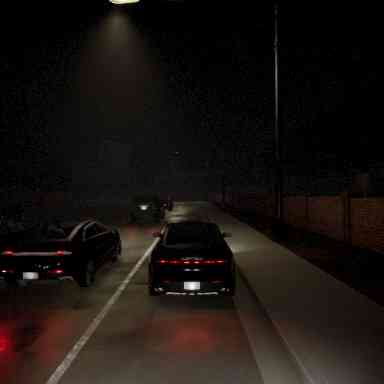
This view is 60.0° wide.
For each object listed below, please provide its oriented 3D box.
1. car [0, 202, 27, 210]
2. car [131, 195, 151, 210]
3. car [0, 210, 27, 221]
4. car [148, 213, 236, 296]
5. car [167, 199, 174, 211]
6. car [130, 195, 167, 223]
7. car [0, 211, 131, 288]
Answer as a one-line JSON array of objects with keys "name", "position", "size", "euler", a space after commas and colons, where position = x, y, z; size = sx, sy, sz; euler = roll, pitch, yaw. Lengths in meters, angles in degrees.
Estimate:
[{"name": "car", "position": [-13.997, 1.515, 24.477], "size": [1.837, 1.490, 4.892], "euler": [0, 0, 0]}, {"name": "car", "position": [-6.797, 1.371, 44.818], "size": [2.097, 1.767, 4.553], "euler": [0, 0, 0]}, {"name": "car", "position": [-6.796, 1.552, 11.134], "size": [2.033, 1.411, 5.357], "euler": [0, 0, 0]}, {"name": "car", "position": [0.000, 1.508, 8.652], "size": [1.837, 1.490, 4.892], "euler": [0, 0, 0]}, {"name": "car", "position": [-3.295, 1.565, 40.921], "size": [2.033, 1.411, 5.357], "euler": [0, 0, 0]}, {"name": "car", "position": [-3.405, 1.233, 26.012], "size": [2.150, 2.045, 5.566], "euler": [0, 0, 0]}, {"name": "car", "position": [-3.296, 1.495, 9.220], "size": [2.128, 1.511, 4.902], "euler": [0, 0, 0]}]
